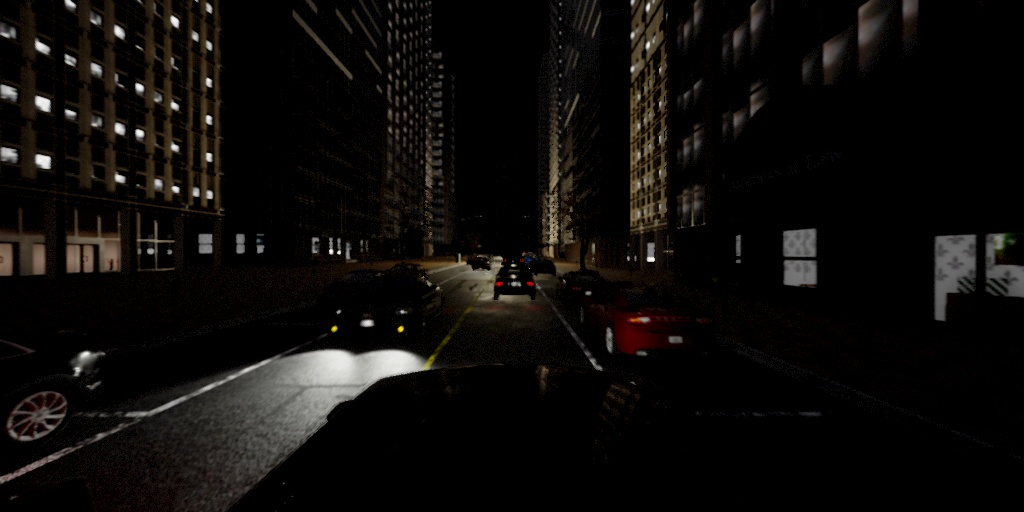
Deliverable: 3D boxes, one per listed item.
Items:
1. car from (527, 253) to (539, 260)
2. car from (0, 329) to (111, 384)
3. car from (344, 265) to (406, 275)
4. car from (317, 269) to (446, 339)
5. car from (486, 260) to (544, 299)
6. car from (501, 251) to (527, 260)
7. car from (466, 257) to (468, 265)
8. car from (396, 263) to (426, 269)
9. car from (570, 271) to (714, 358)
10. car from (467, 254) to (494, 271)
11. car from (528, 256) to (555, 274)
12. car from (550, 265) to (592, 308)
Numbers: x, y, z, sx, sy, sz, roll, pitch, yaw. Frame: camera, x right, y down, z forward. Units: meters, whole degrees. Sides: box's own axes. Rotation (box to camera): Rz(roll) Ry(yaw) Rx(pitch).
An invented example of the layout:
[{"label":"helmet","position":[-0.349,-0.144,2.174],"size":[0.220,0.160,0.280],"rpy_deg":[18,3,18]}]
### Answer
[{"label":"car","position":[2.686,0.733,36.340],"size":[1.967,1.591,4.097],"rpy_deg":[0,0,0]},{"label":"car","position":[-5.689,1.292,2.452],"size":[2.007,1.370,4.403],"rpy_deg":[0,0,0]},{"label":"car","position":[-5.691,1.176,13.736],"size":[1.802,1.307,4.207],"rpy_deg":[0,0,0]},{"label":"car","position":[-3.056,1.212,9.592],"size":[1.994,1.385,4.181],"rpy_deg":[0,1,0]},{"label":"car","position":[0.100,1.104,16.526],"size":[2.033,1.411,5.357],"rpy_deg":[0,1,0]},{"label":"car","position":[0.097,0.526,35.703],"size":[2.150,2.045,5.566],"rpy_deg":[0,1,0]},{"label":"car","position":[-5.697,0.508,53.233],"size":[1.967,1.591,4.097],"rpy_deg":[0,0,0]},{"label":"car","position":[-5.691,1.064,19.378],"size":[1.888,1.381,4.507],"rpy_deg":[0,0,0]},{"label":"car","position":[2.691,1.211,8.135],"size":[1.888,1.381,4.507],"rpy_deg":[0,0,0]},{"label":"car","position":[-3.099,0.822,37.799],"size":[2.033,1.411,5.357],"rpy_deg":[0,1,0]},{"label":"car","position":[2.687,0.913,30.699],"size":[1.888,1.381,4.507],"rpy_deg":[0,0,0]},{"label":"car","position":[2.690,1.174,13.776],"size":[1.802,1.307,4.207],"rpy_deg":[0,0,0]}]
